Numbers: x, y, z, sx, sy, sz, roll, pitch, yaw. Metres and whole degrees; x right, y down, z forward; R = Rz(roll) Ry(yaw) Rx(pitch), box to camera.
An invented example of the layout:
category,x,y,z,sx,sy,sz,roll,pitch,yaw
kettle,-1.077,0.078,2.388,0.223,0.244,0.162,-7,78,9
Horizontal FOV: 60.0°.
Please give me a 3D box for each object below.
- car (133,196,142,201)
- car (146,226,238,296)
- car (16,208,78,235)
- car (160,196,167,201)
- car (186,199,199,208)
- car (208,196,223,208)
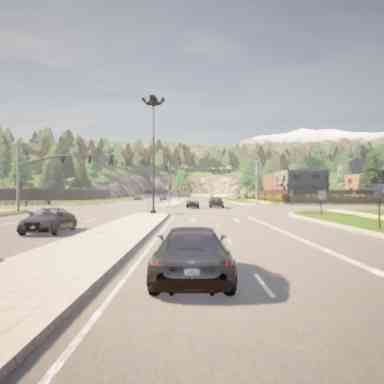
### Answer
category,x,y,z,sx,sy,sz,roll,pitch,yaw
car,-15.000,1.738,91.955,2.033,1.411,5.357,0,0,0
car,0.000,1.582,8.705,1.994,1.385,4.181,0,0,0
car,-8.022,1.605,18.746,1.994,1.385,4.181,0,0,1
car,-8.000,1.723,91.863,1.812,1.442,4.674,0,0,0
car,0.094,1.708,49.886,1.895,1.301,4.718,0,0,0
car,3.594,1.462,50.986,2.097,1.767,4.553,0,0,0
